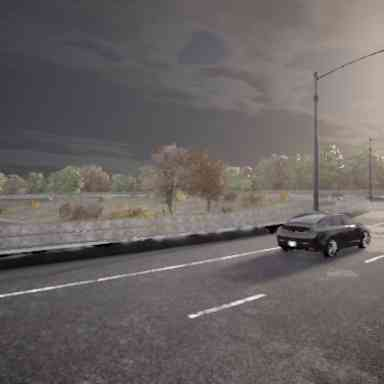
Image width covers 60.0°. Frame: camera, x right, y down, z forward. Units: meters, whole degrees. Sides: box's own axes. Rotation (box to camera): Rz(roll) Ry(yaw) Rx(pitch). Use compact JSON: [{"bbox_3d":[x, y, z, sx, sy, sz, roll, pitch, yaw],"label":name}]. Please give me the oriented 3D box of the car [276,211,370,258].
[{"bbox_3d":[5.209,1.527,12.933,4.892,1.490,1.837,1,0,-42],"label":"car"}]
